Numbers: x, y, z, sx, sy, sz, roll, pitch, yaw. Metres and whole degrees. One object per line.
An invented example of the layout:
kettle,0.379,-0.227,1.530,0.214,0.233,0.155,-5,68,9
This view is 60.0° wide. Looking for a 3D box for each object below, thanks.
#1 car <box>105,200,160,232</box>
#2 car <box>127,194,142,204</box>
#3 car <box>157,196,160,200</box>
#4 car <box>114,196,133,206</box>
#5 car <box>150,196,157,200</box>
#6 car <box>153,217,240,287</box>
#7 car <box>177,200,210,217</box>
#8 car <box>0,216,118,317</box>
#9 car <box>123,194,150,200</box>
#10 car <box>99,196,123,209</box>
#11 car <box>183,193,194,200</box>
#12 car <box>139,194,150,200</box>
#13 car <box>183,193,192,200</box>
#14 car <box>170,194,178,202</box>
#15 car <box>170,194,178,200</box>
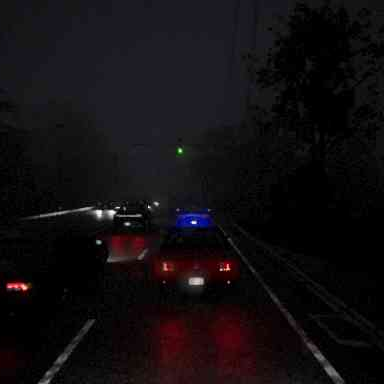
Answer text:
car,-3.409,1.468,19.986,2.128,1.511,4.902,0,0,0
car,-10.806,1.247,63.190,2.097,1.767,4.553,0,0,-1
car,-7.324,1.456,64.785,1.994,1.385,4.181,0,0,0
car,-10.694,1.407,52.395,2.128,1.511,4.902,0,0,-1
car,-7.192,1.463,52.310,2.033,1.411,5.357,0,0,0
car,0.096,1.598,9.248,1.895,1.301,4.718,0,0,0
car,0.091,1.455,19.958,1.882,1.535,5.008,0,0,0
car,-3.406,1.547,7.775,2.033,1.411,5.357,0,0,0
car,-7.086,1.286,42.838,2.097,1.767,4.553,0,0,-1
car,-10.638,1.534,43.072,1.895,1.301,4.718,0,0,0
car,-0.592,1.352,74.722,1.882,1.535,5.008,0,0,-2
car,-11.265,1.132,78.520,2.128,1.511,4.902,0,0,-2
car,-1.086,1.117,84.837,2.097,1.767,4.553,0,0,-3
car,-4.076,1.403,74.211,2.033,1.411,5.357,0,0,-2
car,-4.582,1.287,84.666,1.812,1.442,4.674,0,0,-3
